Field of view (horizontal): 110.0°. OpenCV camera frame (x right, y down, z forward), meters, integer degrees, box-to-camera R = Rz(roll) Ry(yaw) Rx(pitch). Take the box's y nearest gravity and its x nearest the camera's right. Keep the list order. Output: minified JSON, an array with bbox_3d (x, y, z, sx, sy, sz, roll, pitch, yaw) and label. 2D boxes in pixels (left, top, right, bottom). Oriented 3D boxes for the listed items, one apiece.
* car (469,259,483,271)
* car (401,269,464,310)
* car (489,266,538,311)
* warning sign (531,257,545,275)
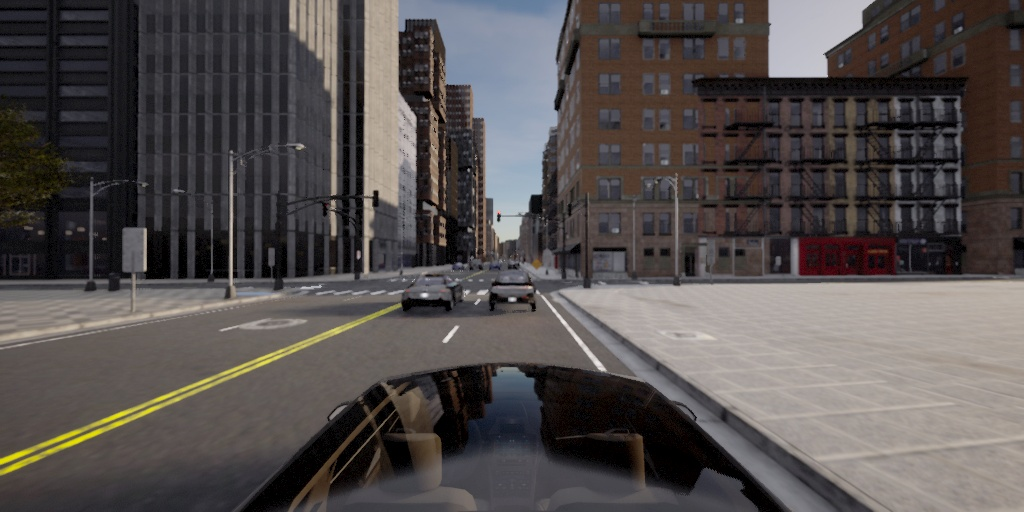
[{"bbox_3d":[-6.473,1.602,64.931,2.150,2.045,5.566,0,-1,1],"label":"car"},{"bbox_3d":[-3.270,1.448,15.383,1.994,1.385,4.181,0,0,0],"label":"car"},{"bbox_3d":[0.083,1.376,15.358,2.128,1.511,4.902,0,0,2],"label":"car"},{"bbox_3d":[2.886,1.260,41.835,1.300,1.860,1.060,0,0,0],"label":"warning sign"}]
